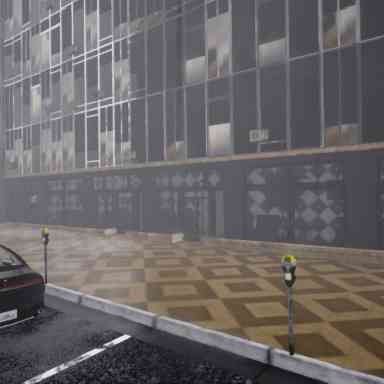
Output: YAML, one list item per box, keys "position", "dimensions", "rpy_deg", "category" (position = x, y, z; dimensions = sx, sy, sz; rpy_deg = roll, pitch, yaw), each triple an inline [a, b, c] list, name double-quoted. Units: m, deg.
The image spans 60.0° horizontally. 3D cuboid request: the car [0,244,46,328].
- position: [-4.424, 1.553, 6.062]
  dimensions: [4.403, 1.369, 2.008]
  rpy_deg: [0, -1, 36]
  category: "car"
